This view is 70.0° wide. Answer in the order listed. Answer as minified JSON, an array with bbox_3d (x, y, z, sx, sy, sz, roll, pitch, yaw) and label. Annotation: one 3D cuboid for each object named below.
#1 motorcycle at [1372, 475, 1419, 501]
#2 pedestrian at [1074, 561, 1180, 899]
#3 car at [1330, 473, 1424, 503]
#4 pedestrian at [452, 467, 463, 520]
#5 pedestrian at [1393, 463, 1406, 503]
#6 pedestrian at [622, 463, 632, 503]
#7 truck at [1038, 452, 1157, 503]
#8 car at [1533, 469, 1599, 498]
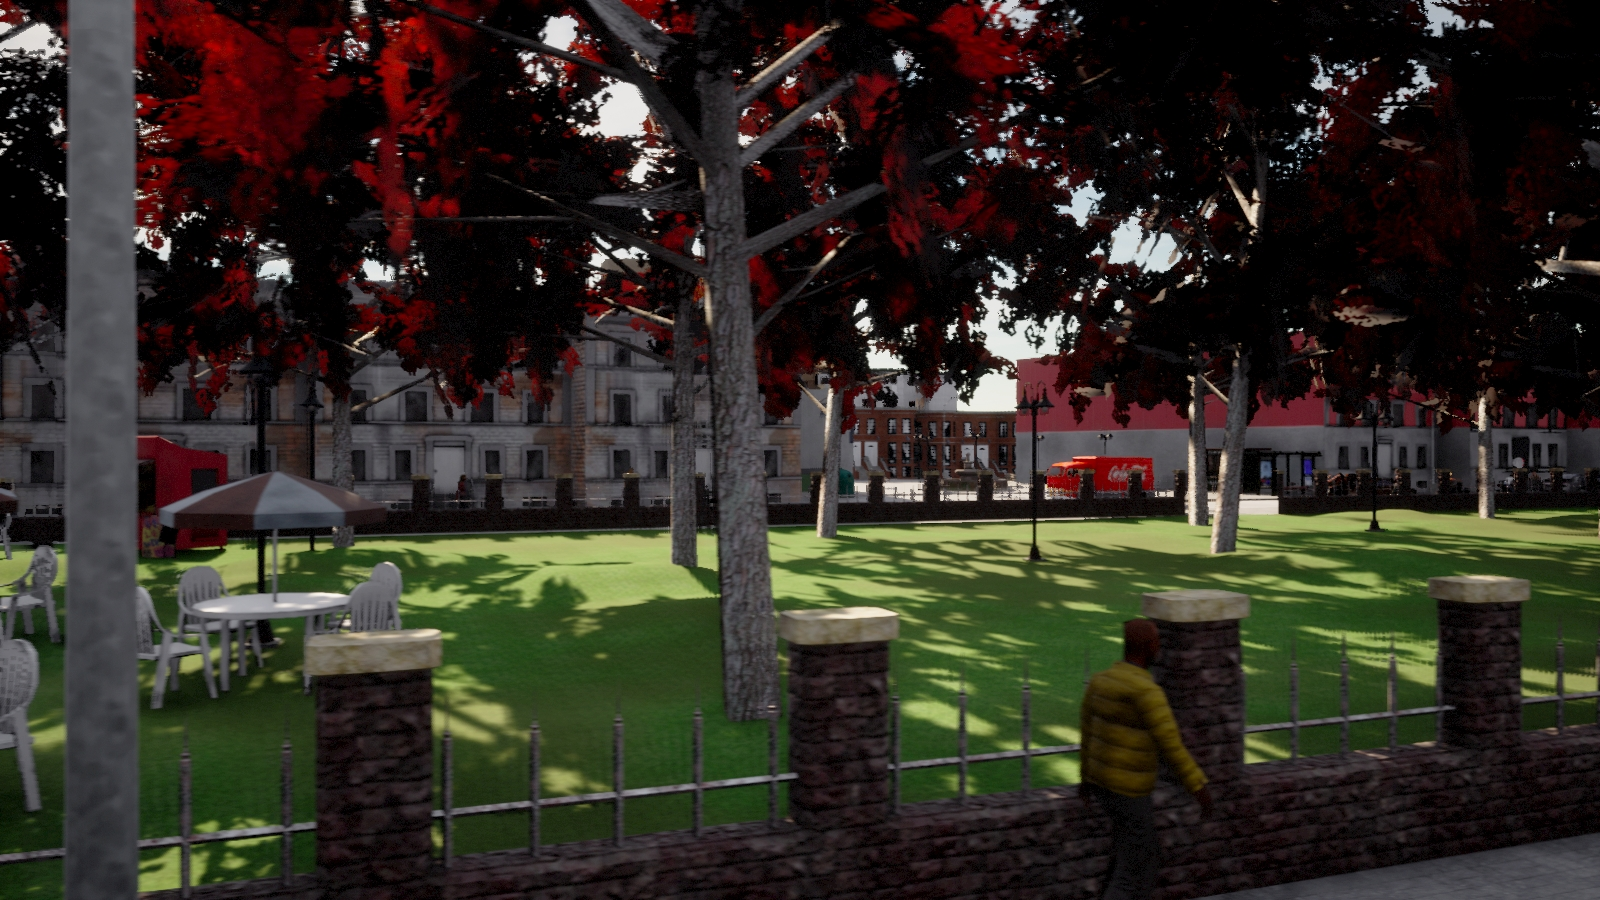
[{"bbox_3d":[30.719,1.950,58.974,2.356,1.277,0.764,0,0,-20],"label":"motorcycle"},{"bbox_3d":[1.682,1.525,5.893,0.375,1.860,0.375,0,0,-20],"label":"pedestrian"},{"bbox_3d":[29.565,1.911,58.551,4.181,1.385,1.994,-1,0,-20],"label":"car"},{"bbox_3d":[-12.119,1.525,40.460,0.375,1.860,0.375,0,0,-16],"label":"pedestrian"},{"bbox_3d":[27.704,1.526,52.764,0.375,1.860,0.375,0,0,-19],"label":"pedestrian"},{"bbox_3d":[-7.996,1.525,52.832,0.375,1.860,0.375,0,0,-20],"label":"pedestrian"},{"bbox_3d":[14.962,1.348,57.482,5.204,2.467,2.627,0,0,-20],"label":"truck"},{"bbox_3d":[43.574,1.828,63.630,4.902,1.511,2.128,0,0,-20],"label":"car"}]
